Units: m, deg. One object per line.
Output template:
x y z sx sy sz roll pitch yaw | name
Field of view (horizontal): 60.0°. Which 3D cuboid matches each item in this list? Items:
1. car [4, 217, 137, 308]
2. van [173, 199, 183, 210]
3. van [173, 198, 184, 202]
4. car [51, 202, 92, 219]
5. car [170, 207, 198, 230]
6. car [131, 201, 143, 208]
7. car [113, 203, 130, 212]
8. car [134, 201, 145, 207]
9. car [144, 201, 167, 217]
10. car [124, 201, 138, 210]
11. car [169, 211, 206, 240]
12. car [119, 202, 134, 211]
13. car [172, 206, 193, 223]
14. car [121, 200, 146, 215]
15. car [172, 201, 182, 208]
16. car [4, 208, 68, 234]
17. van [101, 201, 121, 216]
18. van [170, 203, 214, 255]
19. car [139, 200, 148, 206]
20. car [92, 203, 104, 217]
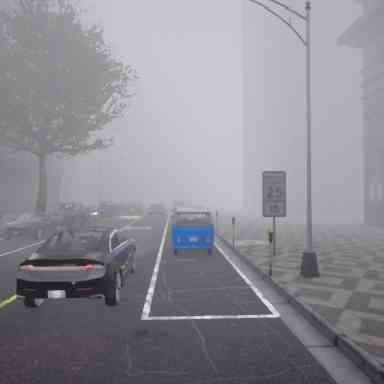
-2.493 1.603 8.220 2.128 1.511 4.902 0 -1 -3 | car
-2.439 2.184 57.276 1.690 1.788 3.998 0 -1 -3 | van
-1.841 2.020 46.467 1.690 1.788 3.998 0 -1 -3 | van
-9.136 1.655 24.024 2.192 1.841 5.009 0 -1 -3 | car
-0.644 1.899 24.846 1.887 1.381 4.507 0 -1 -3 | car
-11.729 2.601 70.839 2.008 1.369 4.403 0 -1 -3 | car
-10.598 2.303 50.421 1.947 1.339 4.313 0 -1 -3 | car
-12.030 2.679 76.274 1.887 1.381 4.507 0 -1 -3 | car
-4.151 2.116 39.183 2.033 1.411 5.357 0 -1 -3 | car
-11.183 2.449 60.983 2.008 1.369 4.403 0 -1 -3 | car
-0.345 1.841 19.442 1.947 1.339 4.313 0 -1 -3 | car
-10.881 2.340 55.533 1.752 1.417 4.829 0 -1 -3 | car
-0.944 2.017 30.251 1.802 1.307 4.206 0 -1 -3 | car
-7.433 2.120 43.197 2.128 1.511 4.902 0 -1 -3 | car
-3.038 2.575 68.081 1.947 1.339 4.313 0 -1 -3 | car
-8.844 1.807 18.740 1.887 1.381 4.507 0 -1 -3 | car
-10.013 1.918 39.865 1.690 1.788 3.998 0 -1 -3 | van
-0.045 1.537 14.041 1.690 1.788 3.998 0 -1 -3 | van
-12.632 2.855 87.145 2.008 1.369 4.403 0 -1 -3 | car
-9.429 1.970 29.301 2.008 1.369 4.403 0 -1 -3 | car
